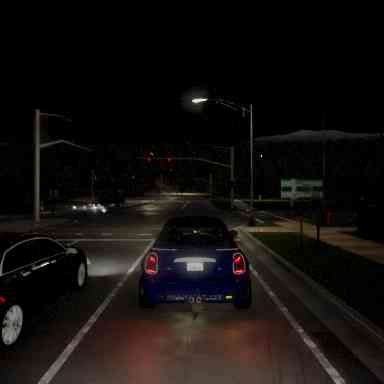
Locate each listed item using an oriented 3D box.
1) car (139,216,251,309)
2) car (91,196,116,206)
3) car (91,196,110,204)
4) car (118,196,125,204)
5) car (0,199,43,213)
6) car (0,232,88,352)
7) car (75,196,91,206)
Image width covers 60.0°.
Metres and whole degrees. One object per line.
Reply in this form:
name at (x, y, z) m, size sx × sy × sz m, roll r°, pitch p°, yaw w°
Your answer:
car at (0.070, 1.352, 8.049) m, size 2.097 × 1.767 × 4.553 m, roll 0°, pitch 0°, yaw 0°
car at (-14.473, 1.601, 54.472) m, size 1.895 × 1.301 × 4.718 m, roll 0°, pitch 0°, yaw 1°
car at (-17.786, 1.491, 64.875) m, size 2.128 × 1.511 × 4.902 m, roll 0°, pitch 0°, yaw 1°
car at (-14.310, 1.547, 64.121) m, size 2.033 × 1.411 × 5.357 m, roll 0°, pitch 0°, yaw 1°
car at (-19.008, 1.525, 36.880) m, size 4.674 × 1.442 × 1.812 m, roll 0°, pitch 0°, yaw 0°
car at (-3.440, 1.505, 6.145) m, size 1.837 × 1.490 × 4.892 m, roll 0°, pitch 0°, yaw 0°
car at (-17.941, 1.477, 55.685) m, size 1.882 × 1.535 × 5.008 m, roll 0°, pitch 0°, yaw 1°
